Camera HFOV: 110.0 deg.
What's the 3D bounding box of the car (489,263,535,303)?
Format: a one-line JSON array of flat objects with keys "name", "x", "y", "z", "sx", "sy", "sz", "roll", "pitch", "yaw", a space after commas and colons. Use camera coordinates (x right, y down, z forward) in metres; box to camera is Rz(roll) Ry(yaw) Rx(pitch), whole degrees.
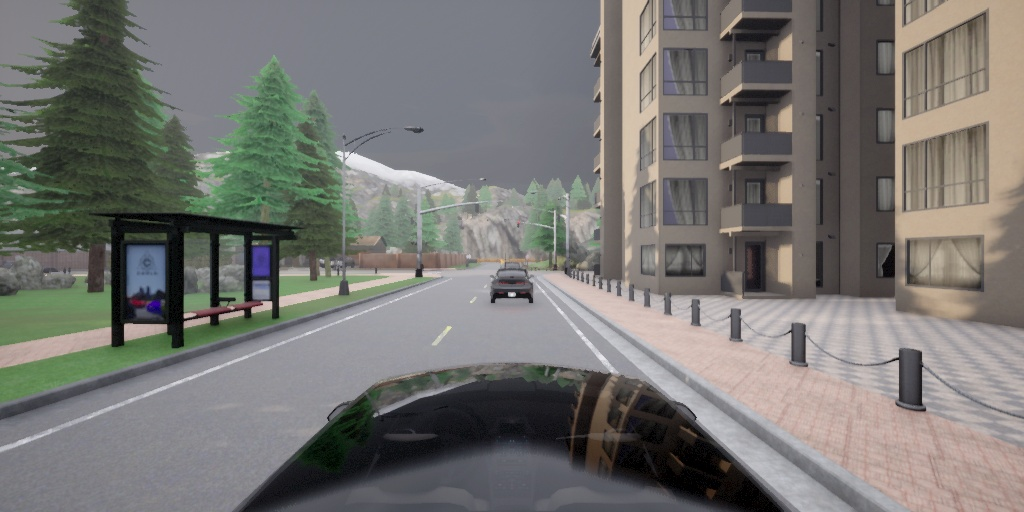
[{"name": "car", "x": 0.000, "y": 1.265, "z": 16.500, "sx": 1.837, "sy": 1.490, "sz": 4.892, "roll": 0, "pitch": 0, "yaw": 0}]
